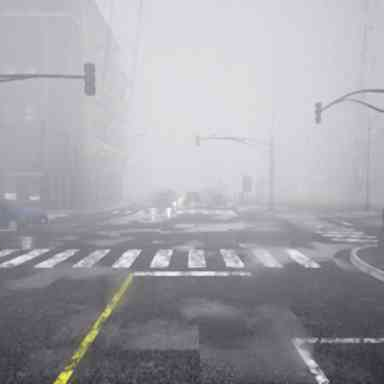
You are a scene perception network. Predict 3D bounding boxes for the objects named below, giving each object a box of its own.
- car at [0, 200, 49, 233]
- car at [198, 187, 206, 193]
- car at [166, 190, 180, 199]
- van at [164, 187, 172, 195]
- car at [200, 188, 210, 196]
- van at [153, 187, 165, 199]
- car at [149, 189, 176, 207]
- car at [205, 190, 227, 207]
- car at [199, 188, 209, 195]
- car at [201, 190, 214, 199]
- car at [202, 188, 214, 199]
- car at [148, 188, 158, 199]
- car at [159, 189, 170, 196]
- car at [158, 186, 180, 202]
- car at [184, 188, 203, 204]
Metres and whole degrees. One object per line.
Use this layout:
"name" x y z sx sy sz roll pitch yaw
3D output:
"car" -9.744 1.127 16.826 5.008 1.535 1.882 0 1 12
"car" 2.691 -0.502 91.203 1.967 1.590 4.097 -1 1 0
"car" -3.072 0.411 55.264 1.994 1.385 4.181 0 1 0
"van" -5.695 -0.348 79.882 1.690 1.788 3.998 -1 1 0
"car" 2.652 -0.002 68.625 1.967 1.590 4.097 -1 1 0
"van" -5.698 0.145 57.302 1.690 1.788 3.998 -1 1 0
"car" -3.091 0.734 35.987 1.882 1.535 5.008 0 1 0
"car" 2.650 0.827 34.760 1.887 1.381 4.507 -1 1 0
"car" 2.659 -0.125 74.270 1.967 1.590 4.097 -1 1 0
"car" 2.652 0.348 57.339 1.887 1.381 4.507 -1 1 0
"car" 2.649 0.603 40.402 1.967 1.590 4.097 -1 1 0
"car" -5.695 0.490 51.662 1.947 1.339 4.313 -1 1 0
"car" -5.694 0.104 68.595 1.887 1.381 4.507 -1 1 0
"car" -3.085 0.411 45.297 2.097 1.767 4.553 0 1 0
"car" 0.109 0.658 40.903 1.837 1.490 4.892 0 1 0
